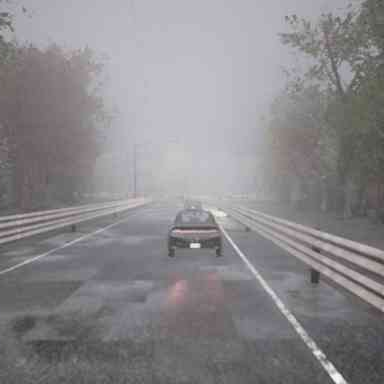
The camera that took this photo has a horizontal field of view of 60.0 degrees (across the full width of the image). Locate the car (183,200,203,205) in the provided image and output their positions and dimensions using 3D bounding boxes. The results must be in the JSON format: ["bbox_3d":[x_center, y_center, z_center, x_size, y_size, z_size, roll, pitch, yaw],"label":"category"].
[{"bbox_3d":[0.105,1.471,32.634,2.033,1.411,5.357,0,0,0],"label":"car"}]

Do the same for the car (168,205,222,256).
[{"bbox_3d":[0.101,1.463,12.919,2.128,1.511,4.902,0,0,0],"label":"car"}]
